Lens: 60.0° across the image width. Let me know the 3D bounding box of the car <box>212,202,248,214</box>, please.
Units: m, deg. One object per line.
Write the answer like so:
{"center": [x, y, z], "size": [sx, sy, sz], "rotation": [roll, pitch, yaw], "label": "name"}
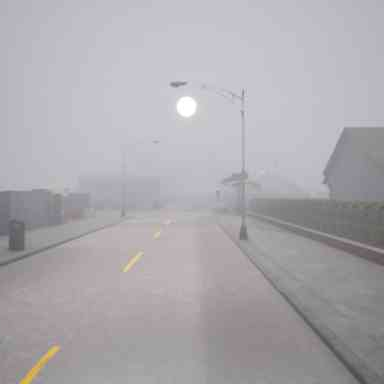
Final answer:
{"center": [4.764, 1.989, 41.648], "size": [4.674, 1.442, 1.812], "rotation": [0, -1, -28], "label": "car"}
